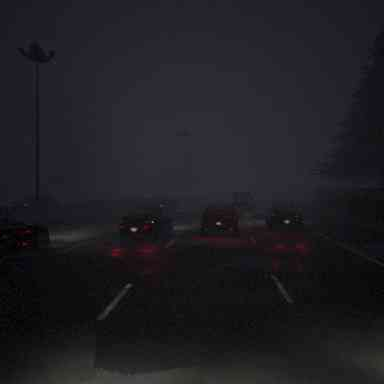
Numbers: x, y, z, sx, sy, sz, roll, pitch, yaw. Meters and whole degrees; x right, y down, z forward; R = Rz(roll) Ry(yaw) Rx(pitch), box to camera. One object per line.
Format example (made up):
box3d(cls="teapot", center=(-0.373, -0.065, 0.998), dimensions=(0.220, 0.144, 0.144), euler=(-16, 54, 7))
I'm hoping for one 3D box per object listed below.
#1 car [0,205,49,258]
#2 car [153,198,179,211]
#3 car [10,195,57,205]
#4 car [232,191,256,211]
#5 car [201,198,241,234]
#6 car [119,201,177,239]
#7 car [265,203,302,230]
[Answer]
box3d(cls="car", center=(-6.330, 1.397, 10.415), dimensions=(2.128, 1.511, 4.902), euler=(0, 0, 4))
box3d(cls="car", center=(-2.775, 1.289, 32.372), dimensions=(2.033, 1.411, 5.357), euler=(0, 0, 14))
box3d(cls="car", center=(-14.230, 1.091, 29.958), dimensions=(2.097, 1.767, 4.553), euler=(0, 0, 13))
box3d(cls="car", center=(5.785, 0.941, 37.160), dimensions=(2.150, 2.045, 5.566), euler=(0, 0, 16))
box3d(cls="car", center=(1.621, 1.337, 18.316), dimensions=(1.882, 1.535, 5.008), euler=(0, 0, 8))
box3d(cls="car", center=(-2.171, 1.393, 16.399), dimensions=(1.812, 1.442, 4.674), euler=(0, 0, 7))
box3d(cls="car", center=(5.418, 1.379, 19.944), dimensions=(1.812, 1.442, 4.674), euler=(0, 0, 9))
